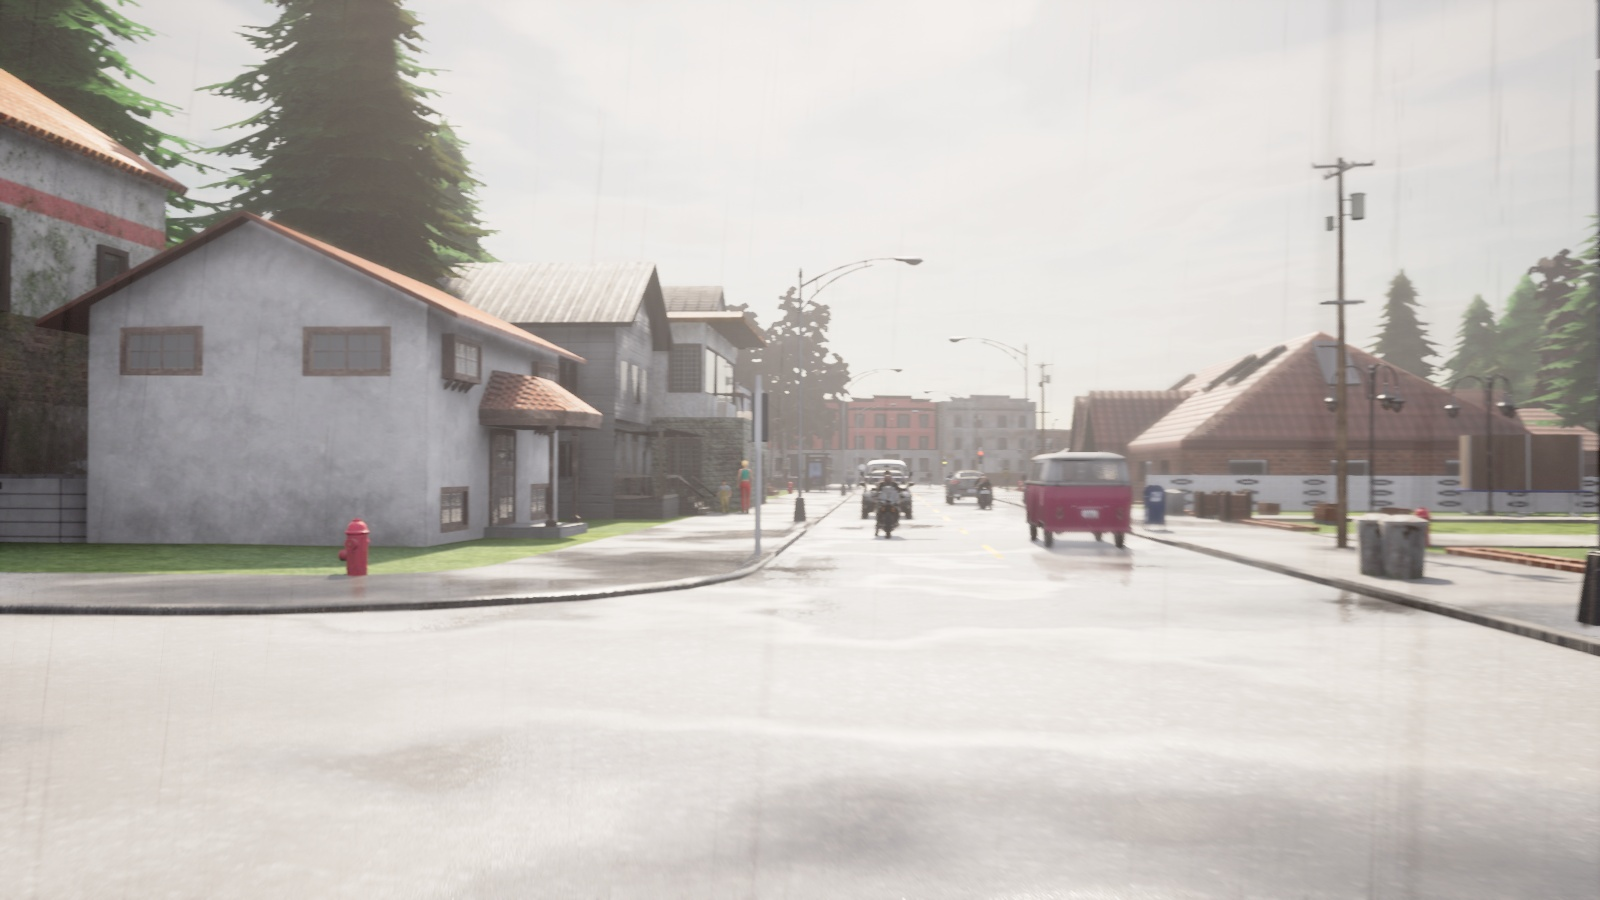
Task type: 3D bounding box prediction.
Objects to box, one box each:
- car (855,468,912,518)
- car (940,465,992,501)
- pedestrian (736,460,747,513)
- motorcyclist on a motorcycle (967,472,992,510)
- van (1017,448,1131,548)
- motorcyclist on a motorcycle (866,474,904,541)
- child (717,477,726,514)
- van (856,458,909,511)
[{"bbox_3d":[2.830,1.416,42.721,1.851,1.617,3.988,0,-1,4],"label":"car"},{"bbox_3d":[8.015,1.580,61.141,2.152,1.651,5.027,0,-1,4],"label":"car"},{"bbox_3d":[-2.030,1.266,43.629,0.345,1.836,0.594,0,-1,-1],"label":"pedestrian"},{"bbox_3d":[7.443,1.689,52.183,0.866,1.530,2.191,0,-1,4],"label":"motorcyclist on a motorcycle"},{"bbox_3d":[5.851,0.997,27.297,1.775,1.987,4.442,0,-1,4],"label":"van"},{"bbox_3d":[2.020,1.344,30.061,0.866,1.530,2.191,0,-1,3],"label":"motorcyclist on a motorcycle"},{"bbox_3d":[-2.647,1.526,42.258,0.270,1.263,0.437,0,-1,3],"label":"child"},{"bbox_3d":[3.370,1.380,51.191,2.069,2.038,4.480,0,-1,4],"label":"van"}]
